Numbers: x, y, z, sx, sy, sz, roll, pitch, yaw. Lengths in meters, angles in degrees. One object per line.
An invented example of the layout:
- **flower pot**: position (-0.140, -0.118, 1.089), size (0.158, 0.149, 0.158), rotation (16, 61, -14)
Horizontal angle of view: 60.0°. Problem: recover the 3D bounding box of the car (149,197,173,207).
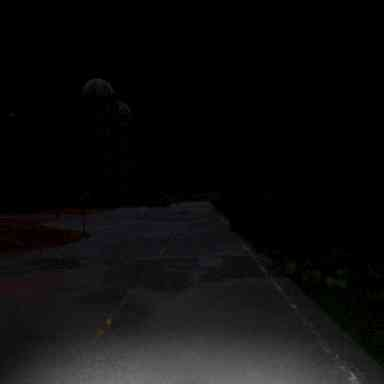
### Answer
- **car**: position (-6.688, 2.361, 68.189), size (4.181, 1.381, 1.994), rotation (-1, -1, 1)
